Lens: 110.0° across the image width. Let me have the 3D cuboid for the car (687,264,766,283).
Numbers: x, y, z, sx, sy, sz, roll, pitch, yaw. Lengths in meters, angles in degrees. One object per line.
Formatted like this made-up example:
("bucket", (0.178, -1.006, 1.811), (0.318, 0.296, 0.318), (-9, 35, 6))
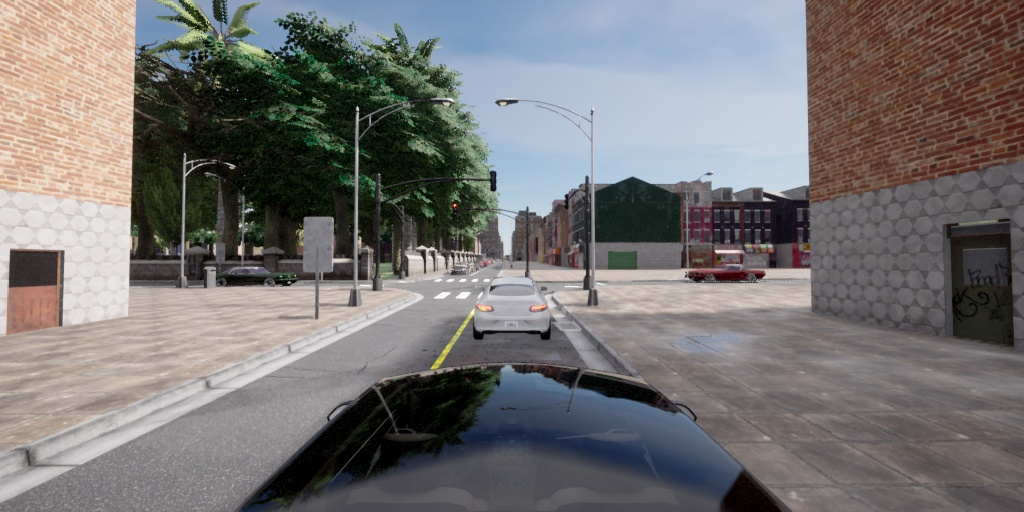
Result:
("car", (15.171, 1.256, 25.629), (4.718, 1.301, 1.895), (-1, -1, 0))

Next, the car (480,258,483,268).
("car", (-5.662, 1.370, 51.503), (1.948, 1.339, 4.313), (0, 0, -1))

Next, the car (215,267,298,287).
("car", (-16.158, 1.341, 22.474), (4.718, 1.301, 1.895), (0, -1, 0))

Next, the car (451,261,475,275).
("car", (-5.572, 1.332, 38.917), (2.007, 1.370, 4.403), (0, 0, -1))

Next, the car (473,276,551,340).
("car", (0.017, 1.279, 9.894), (1.812, 1.442, 4.674), (0, 0, 1))

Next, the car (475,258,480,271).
("car", (-5.611, 1.344, 46.053), (2.007, 1.370, 4.403), (0, 0, -1))

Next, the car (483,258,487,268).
("car", (-5.763, 1.416, 62.402), (1.802, 1.307, 4.207), (0, 0, -1))
